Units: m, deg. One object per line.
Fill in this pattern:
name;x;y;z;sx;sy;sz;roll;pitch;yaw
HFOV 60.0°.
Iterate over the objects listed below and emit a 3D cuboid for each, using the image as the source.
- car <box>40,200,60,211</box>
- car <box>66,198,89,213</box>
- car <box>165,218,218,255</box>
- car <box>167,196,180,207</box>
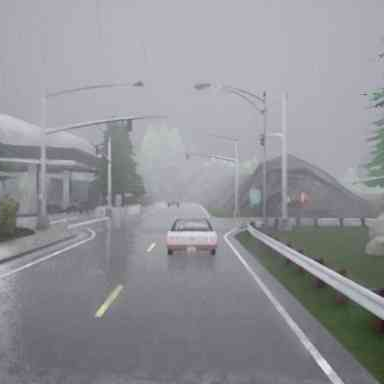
car;-20.261;1.927;46.712;2.242;1.667;4.611;0;-1;-1
car;-14.552;1.719;42.439;1.905;1.878;3.866;0;-1;-1
car;-0.007;1.734;13.890;1.895;1.301;4.718;0;-1;0
car;-3.535;1.774;63.131;2.150;2.045;5.566;0;-1;0
